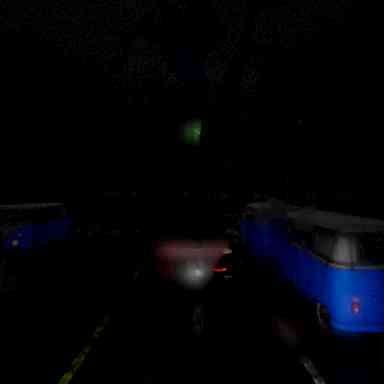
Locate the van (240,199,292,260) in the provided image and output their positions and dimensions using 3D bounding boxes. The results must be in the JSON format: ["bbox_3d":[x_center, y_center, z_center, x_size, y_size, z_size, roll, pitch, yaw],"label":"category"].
[{"bbox_3d":[2.761,1.283,11.824,1.690,1.788,3.998,0,0,0],"label":"van"}]

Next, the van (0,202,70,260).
[{"bbox_3d":[-5.764,1.283,11.825,1.690,1.788,3.998,0,0,0],"label":"van"}]

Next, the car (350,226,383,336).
[{"bbox_3d":[2.761,1.310,0.949,2.192,1.841,5.009,0,0,0],"label":"car"}]

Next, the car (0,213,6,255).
[{"bbox_3d":[-5.764,1.408,6.387,1.967,1.590,4.097,0,0,0],"label":"car"}]

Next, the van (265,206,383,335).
[{"bbox_3d":[2.761,1.309,6.387,1.690,1.788,3.998,0,0,0],"label":"van"}]

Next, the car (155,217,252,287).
[{"bbox_3d":[0.102,1.444,9.159,2.128,1.511,4.902,0,0,0],"label":"car"}]
